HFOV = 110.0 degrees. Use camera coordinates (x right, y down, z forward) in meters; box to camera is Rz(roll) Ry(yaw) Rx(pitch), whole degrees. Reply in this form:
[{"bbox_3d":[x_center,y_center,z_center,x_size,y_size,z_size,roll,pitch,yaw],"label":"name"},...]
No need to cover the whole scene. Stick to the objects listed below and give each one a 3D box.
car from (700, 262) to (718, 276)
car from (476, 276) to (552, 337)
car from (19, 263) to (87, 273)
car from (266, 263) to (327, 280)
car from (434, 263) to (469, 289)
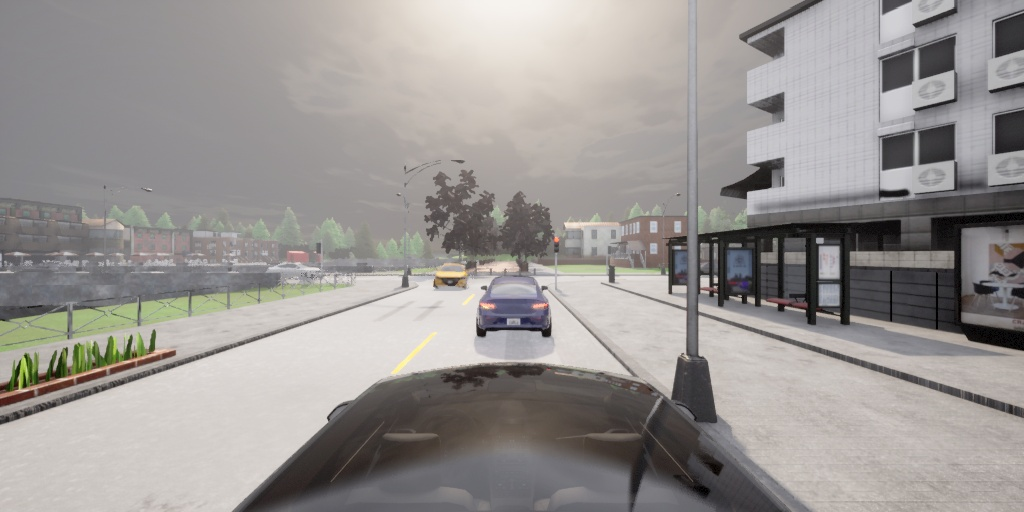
[{"bbox_3d":[18.904,1.297,34.431,5.357,1.411,2.033,0,0,0],"label":"car"},{"bbox_3d":[0.063,1.276,10.161,1.812,1.442,4.674,0,0,1],"label":"car"},{"bbox_3d":[-38.808,1.314,30.408,4.181,1.385,1.994,0,0,0],"label":"car"},{"bbox_3d":[-18.191,1.275,30.358,4.674,1.442,1.812,0,0,0],"label":"car"},{"bbox_3d":[-3.801,1.228,23.197,1.882,1.535,5.008,1,0,-6],"label":"car"}]
